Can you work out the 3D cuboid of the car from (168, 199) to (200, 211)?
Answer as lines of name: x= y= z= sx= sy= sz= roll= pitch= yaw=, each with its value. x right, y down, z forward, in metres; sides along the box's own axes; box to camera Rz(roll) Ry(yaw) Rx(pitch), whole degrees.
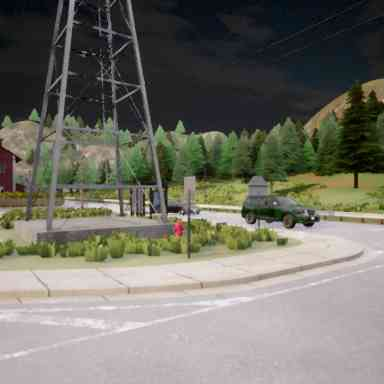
car: x=-1.061 y=1.488 z=32.209 sx=2.128 sy=1.511 sz=4.902 roll=0 pitch=0 yaw=-34

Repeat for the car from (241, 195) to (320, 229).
car: x=5.693 y=1.219 z=22.235 sx=2.150 sy=2.045 sz=5.566 roll=0 pitch=0 yaw=-34
